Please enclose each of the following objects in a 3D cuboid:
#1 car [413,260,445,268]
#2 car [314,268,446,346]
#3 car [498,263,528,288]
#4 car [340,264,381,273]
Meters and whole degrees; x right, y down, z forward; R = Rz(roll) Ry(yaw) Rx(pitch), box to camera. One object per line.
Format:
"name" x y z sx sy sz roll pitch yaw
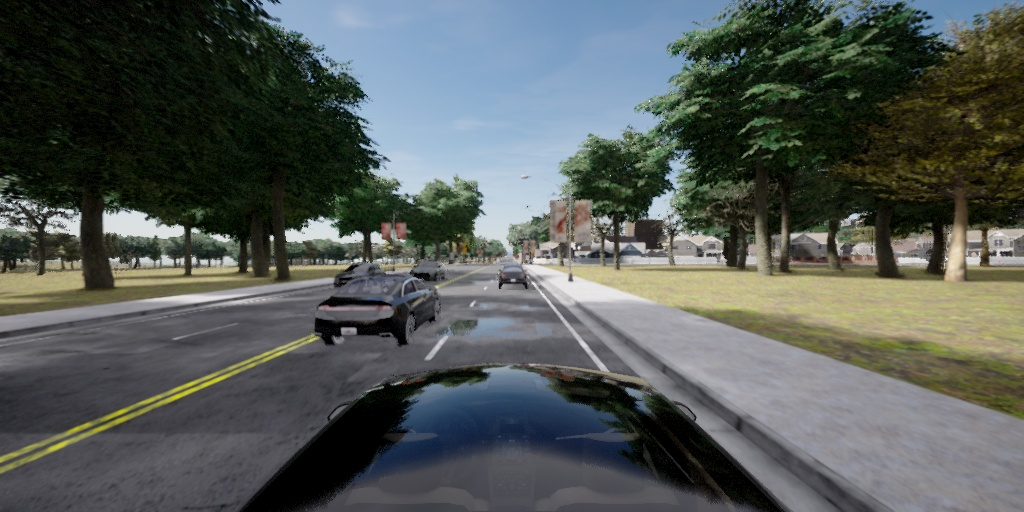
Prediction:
"car" -6.598 1.137 28.376 2.097 1.767 4.553 0 0 0
"car" -3.160 1.245 9.364 2.128 1.511 4.902 0 0 0
"car" 0.073 1.301 23.749 1.812 1.442 4.674 0 0 0
"car" -9.864 1.279 23.557 1.837 1.490 4.892 0 0 0
